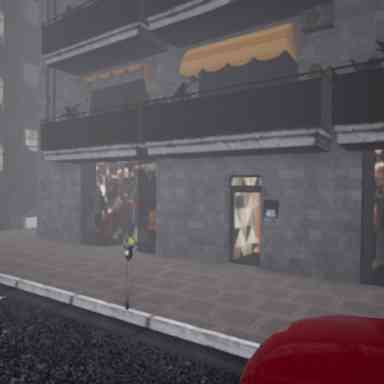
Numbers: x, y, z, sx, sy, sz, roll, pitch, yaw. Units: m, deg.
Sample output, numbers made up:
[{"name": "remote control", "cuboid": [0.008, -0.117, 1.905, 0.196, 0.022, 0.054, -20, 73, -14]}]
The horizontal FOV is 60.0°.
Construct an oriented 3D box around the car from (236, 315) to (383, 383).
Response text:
[{"name": "car", "cuboid": [2.481, 1.323, 1.168, 5.009, 1.841, 2.192, 0, 1, 34]}]
